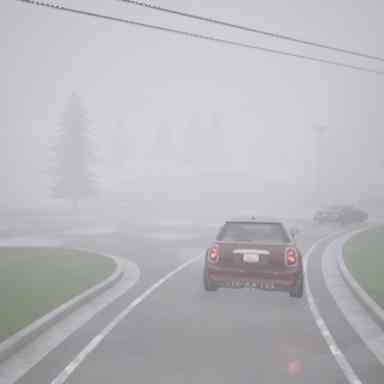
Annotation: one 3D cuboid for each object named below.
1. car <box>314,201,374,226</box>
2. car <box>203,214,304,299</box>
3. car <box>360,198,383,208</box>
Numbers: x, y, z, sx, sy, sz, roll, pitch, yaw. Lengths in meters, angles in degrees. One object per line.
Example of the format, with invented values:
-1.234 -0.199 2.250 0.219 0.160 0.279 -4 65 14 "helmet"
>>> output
10.721 1.585 23.796 5.357 1.411 2.033 0 0 -42 "car"
1.714 1.364 8.822 2.097 1.767 4.553 0 0 14 "car"
26.242 1.583 48.303 4.892 1.490 1.837 0 0 -26 "car"
